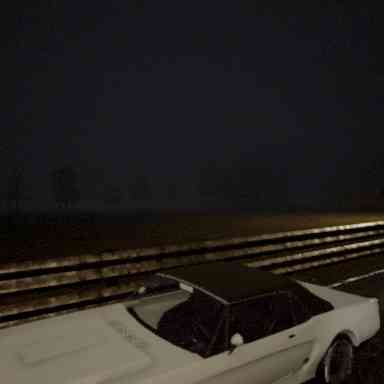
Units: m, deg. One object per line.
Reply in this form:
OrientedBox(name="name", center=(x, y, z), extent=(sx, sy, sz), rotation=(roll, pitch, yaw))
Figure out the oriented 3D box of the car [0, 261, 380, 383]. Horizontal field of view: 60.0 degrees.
OrientedBox(name="car", center=(0.048, 1.596, 3.718), extent=(4.718, 1.301, 1.895), rotation=(0, 0, -35))
